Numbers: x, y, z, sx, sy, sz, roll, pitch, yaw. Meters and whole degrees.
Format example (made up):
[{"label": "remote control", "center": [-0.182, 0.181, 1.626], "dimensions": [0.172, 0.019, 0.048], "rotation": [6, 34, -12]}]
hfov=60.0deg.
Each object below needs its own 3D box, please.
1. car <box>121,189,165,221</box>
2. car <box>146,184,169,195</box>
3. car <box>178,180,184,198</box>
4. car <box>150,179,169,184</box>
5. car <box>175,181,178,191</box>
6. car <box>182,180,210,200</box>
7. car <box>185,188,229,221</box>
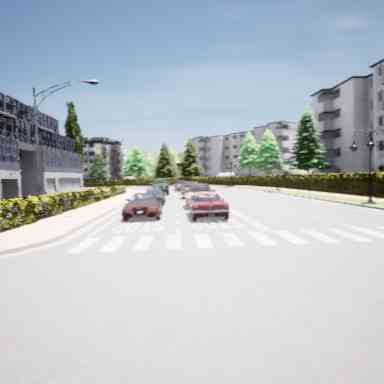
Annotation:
[{"label": "car", "center": [-2.749, 0.760, 18.876], "dimensions": [1.994, 1.385, 4.181], "rotation": [-2, 3, -3]}, {"label": "car", "center": [-3.253, 0.333, 28.121], "dimensions": [2.033, 1.411, 5.357], "rotation": [-2, 3, -3]}, {"label": "car", "center": [-0.082, -0.233, 33.885], "dimensions": [2.097, 1.767, 4.553], "rotation": [-2, 3, -3]}, {"label": "car", "center": [-4.139, -0.665, 43.297], "dimensions": [2.150, 2.045, 5.566], "rotation": [-2, 3, -4]}, {"label": "car", "center": [-0.723, -0.593, 45.167], "dimensions": [2.128, 1.511, 4.902], "rotation": [-2, 3, -5]}, {"label": "car", "center": [0.570, 0.206, 23.957], "dimensions": [2.097, 1.767, 4.553], "rotation": [-2, 3, -3]}, {"label": "car", "center": [0.801, 0.718, 18.108], "dimensions": [1.895, 1.301, 4.718], "rotation": [-2, 3, -3]}]
